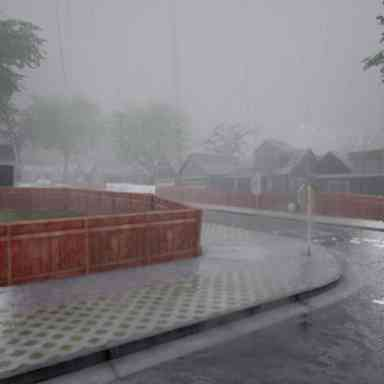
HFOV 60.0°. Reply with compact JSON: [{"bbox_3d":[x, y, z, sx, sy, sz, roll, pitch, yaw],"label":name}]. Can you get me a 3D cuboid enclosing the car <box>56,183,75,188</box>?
[{"bbox_3d":[-17.997,-0.502,47.400,2.097,1.767,4.553,0,2,-35],"label":"car"}]
